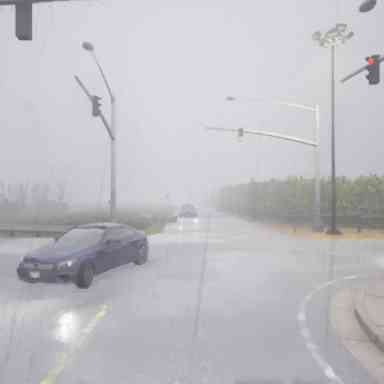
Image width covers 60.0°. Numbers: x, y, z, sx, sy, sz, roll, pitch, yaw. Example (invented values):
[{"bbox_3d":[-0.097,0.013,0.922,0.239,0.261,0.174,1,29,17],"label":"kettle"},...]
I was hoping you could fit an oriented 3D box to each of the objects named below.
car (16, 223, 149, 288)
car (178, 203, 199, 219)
[{"bbox_3d":[-2.910,1.695,9.982,1.812,1.442,4.674,-1,-1,20],"label":"car"},{"bbox_3d":[-0.416,1.995,34.892,1.837,1.490,4.892,0,1,-3],"label":"car"}]
